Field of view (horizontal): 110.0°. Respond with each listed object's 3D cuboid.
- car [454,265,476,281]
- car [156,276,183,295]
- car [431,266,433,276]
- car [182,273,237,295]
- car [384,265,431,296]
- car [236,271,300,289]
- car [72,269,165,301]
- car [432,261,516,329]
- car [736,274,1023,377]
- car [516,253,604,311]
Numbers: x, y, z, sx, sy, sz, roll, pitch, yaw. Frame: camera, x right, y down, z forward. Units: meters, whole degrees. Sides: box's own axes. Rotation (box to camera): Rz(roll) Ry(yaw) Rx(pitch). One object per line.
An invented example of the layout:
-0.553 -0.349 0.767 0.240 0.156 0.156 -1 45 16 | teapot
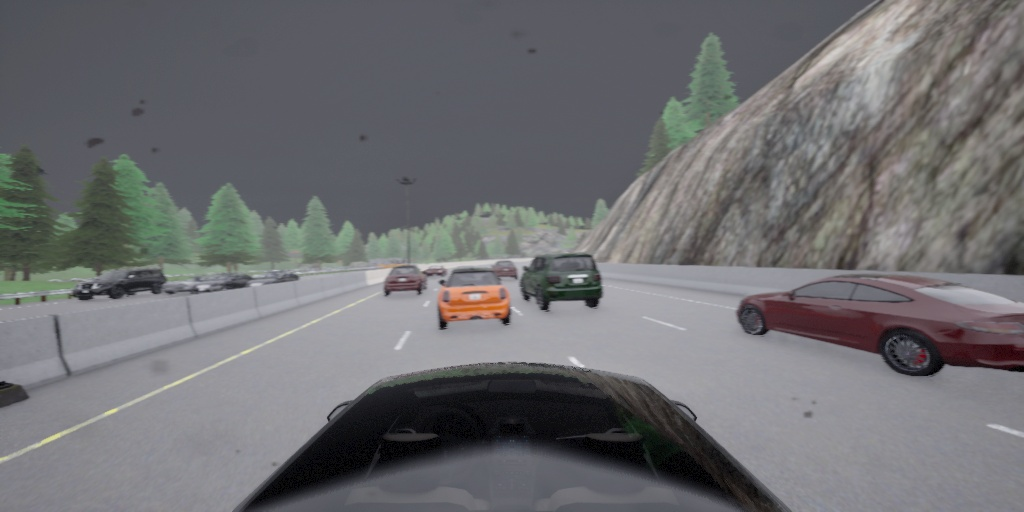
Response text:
-4.449 1.571 34.349 1.895 1.301 4.718 -2 0 -6 | car
-25.123 2.282 28.667 1.895 1.301 4.718 -2 0 -6 | car
-8.442 1.723 40.644 1.895 1.301 4.718 -2 0 -4 | car
-21.373 2.038 26.847 2.128 1.511 4.902 -2 0 -7 | car
-6.447 1.367 22.131 2.097 1.767 4.553 -2 0 -9 | car
-17.881 1.917 27.067 2.128 1.511 4.902 -2 0 -7 | car
-28.386 2.012 26.311 2.150 2.045 5.566 -2 0 -7 | car
-1.352 1.169 12.025 2.097 1.767 4.553 -2 0 -9 | car
6.556 1.056 6.765 1.812 1.442 4.674 -2 0 -9 | car
1.788 0.934 14.557 2.150 2.045 5.566 -2 0 -9 | car
